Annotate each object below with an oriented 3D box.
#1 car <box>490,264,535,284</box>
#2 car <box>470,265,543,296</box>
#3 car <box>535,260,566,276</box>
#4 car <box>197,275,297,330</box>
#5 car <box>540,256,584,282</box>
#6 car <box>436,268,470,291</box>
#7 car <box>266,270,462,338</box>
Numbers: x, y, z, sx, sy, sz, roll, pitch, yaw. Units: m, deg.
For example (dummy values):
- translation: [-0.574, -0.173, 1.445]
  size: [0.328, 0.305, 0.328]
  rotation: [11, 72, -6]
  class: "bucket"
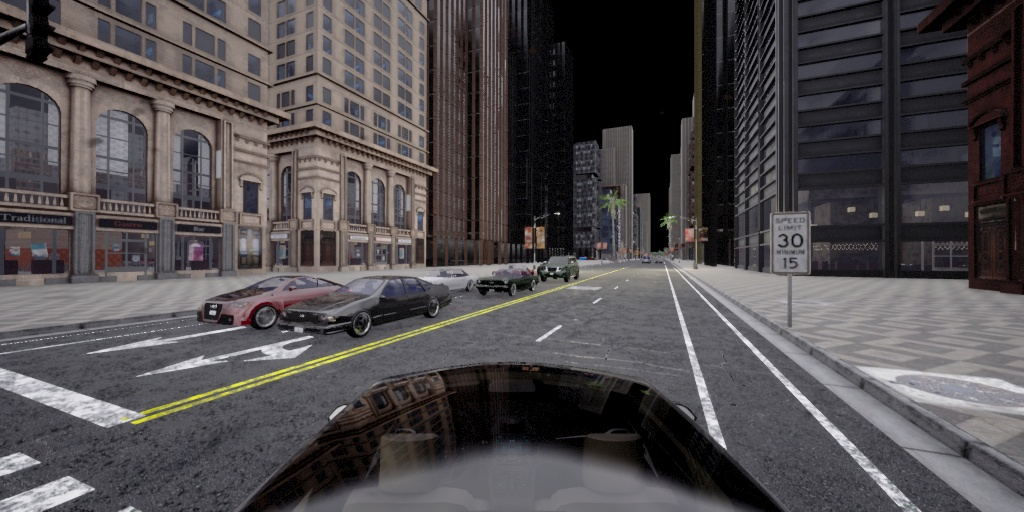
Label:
- translation: [0.150, 1.364, 28.538]
  size: [1.895, 1.301, 4.718]
  rotation: [0, 0, 23]
  class: "car"
- translation: [-0.130, 1.358, 19.494]
  size: [1.895, 1.301, 4.718]
  rotation: [0, 0, 23]
  class: "car"
- translation: [4.143, 1.251, 37.930]
  size: [1.882, 1.535, 5.008]
  rotation: [0, 0, 23]
  class: "car"
- translation: [-7.108, 1.316, 11.279]
  size: [1.994, 1.385, 4.181]
  rotation: [0, 0, 23]
  class: "car"
- translation: [4.022, 0.987, 29.352]
  size: [2.150, 2.045, 5.566]
  rotation: [0, 0, 23]
  class: "car"
- translation: [-3.715, 1.357, 19.357]
  size: [1.895, 1.301, 4.718]
  rotation: [0, 0, 23]
  class: "car"
- translation: [-3.849, 1.299, 10.655]
  size: [2.033, 1.411, 5.357]
  rotation: [0, 0, 23]
  class: "car"
